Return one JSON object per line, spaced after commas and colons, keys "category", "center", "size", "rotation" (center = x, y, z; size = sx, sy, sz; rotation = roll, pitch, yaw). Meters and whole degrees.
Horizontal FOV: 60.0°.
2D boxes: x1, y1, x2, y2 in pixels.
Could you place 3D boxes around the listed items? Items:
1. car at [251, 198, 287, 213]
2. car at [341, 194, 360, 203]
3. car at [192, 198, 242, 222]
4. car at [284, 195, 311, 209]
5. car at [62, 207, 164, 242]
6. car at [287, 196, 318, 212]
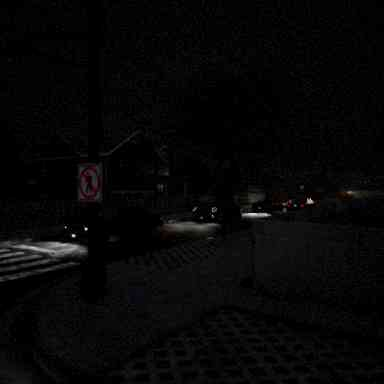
{"category": "car", "center": [7.452, 1.316, 32.838], "size": [1.994, 1.385, 4.181], "rotation": [0, 1, 35]}
{"category": "car", "center": [24.591, 1.021, 51.662], "size": [1.882, 1.535, 5.008], "rotation": [0, 0, 39]}
{"category": "car", "center": [1.908, 1.185, 24.644], "size": [2.097, 1.767, 4.553], "rotation": [0, 1, 34]}
{"category": "car", "center": [13.085, 1.195, 41.082], "size": [1.812, 1.442, 4.674], "rotation": [0, 1, 34]}
{"category": "car", "center": [-3.608, 1.459, 16.446], "size": [2.033, 1.411, 5.357], "rotation": [0, 1, 34]}
{"category": "car", "center": [10.935, 1.291, 32.778], "size": [2.033, 1.411, 5.357], "rotation": [0, 1, 34]}
